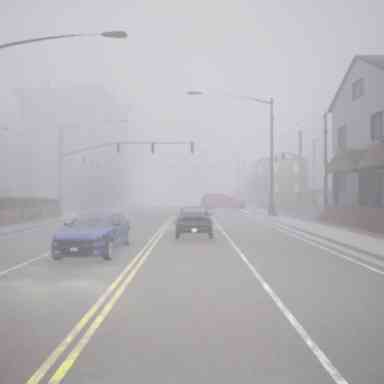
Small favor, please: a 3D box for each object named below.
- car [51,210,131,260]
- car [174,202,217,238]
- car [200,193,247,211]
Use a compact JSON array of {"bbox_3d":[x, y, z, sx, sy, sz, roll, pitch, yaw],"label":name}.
[{"bbox_3d":[-3.582,1.475,12.610,1.882,1.535,5.008,0,0,0],"label":"car"},{"bbox_3d":[0.104,1.500,17.621,1.837,1.490,4.892,0,0,0],"label":"car"},{"bbox_3d":[3.702,1.178,39.794,5.566,2.045,2.150,0,0,1],"label":"car"}]
